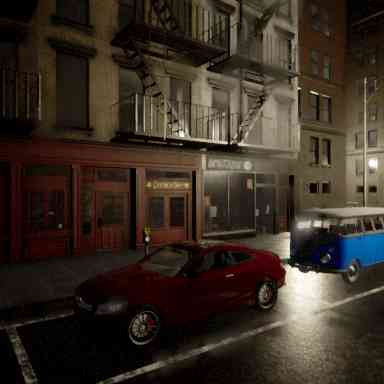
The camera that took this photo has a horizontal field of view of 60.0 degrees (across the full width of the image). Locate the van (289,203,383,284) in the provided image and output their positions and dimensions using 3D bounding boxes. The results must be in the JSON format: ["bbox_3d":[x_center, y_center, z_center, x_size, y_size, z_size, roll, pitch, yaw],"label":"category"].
[{"bbox_3d":[4.410,1.341,9.296,3.998,1.788,1.690,0,0,-35],"label":"van"}]

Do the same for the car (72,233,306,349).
[{"bbox_3d":[-0.005,1.582,6.176,4.206,1.307,1.802,0,0,-35],"label":"car"}]

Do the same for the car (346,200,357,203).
[{"bbox_3d":[14.371,1.322,34.096,2.150,2.045,5.566,0,0,-35],"label":"car"}]
